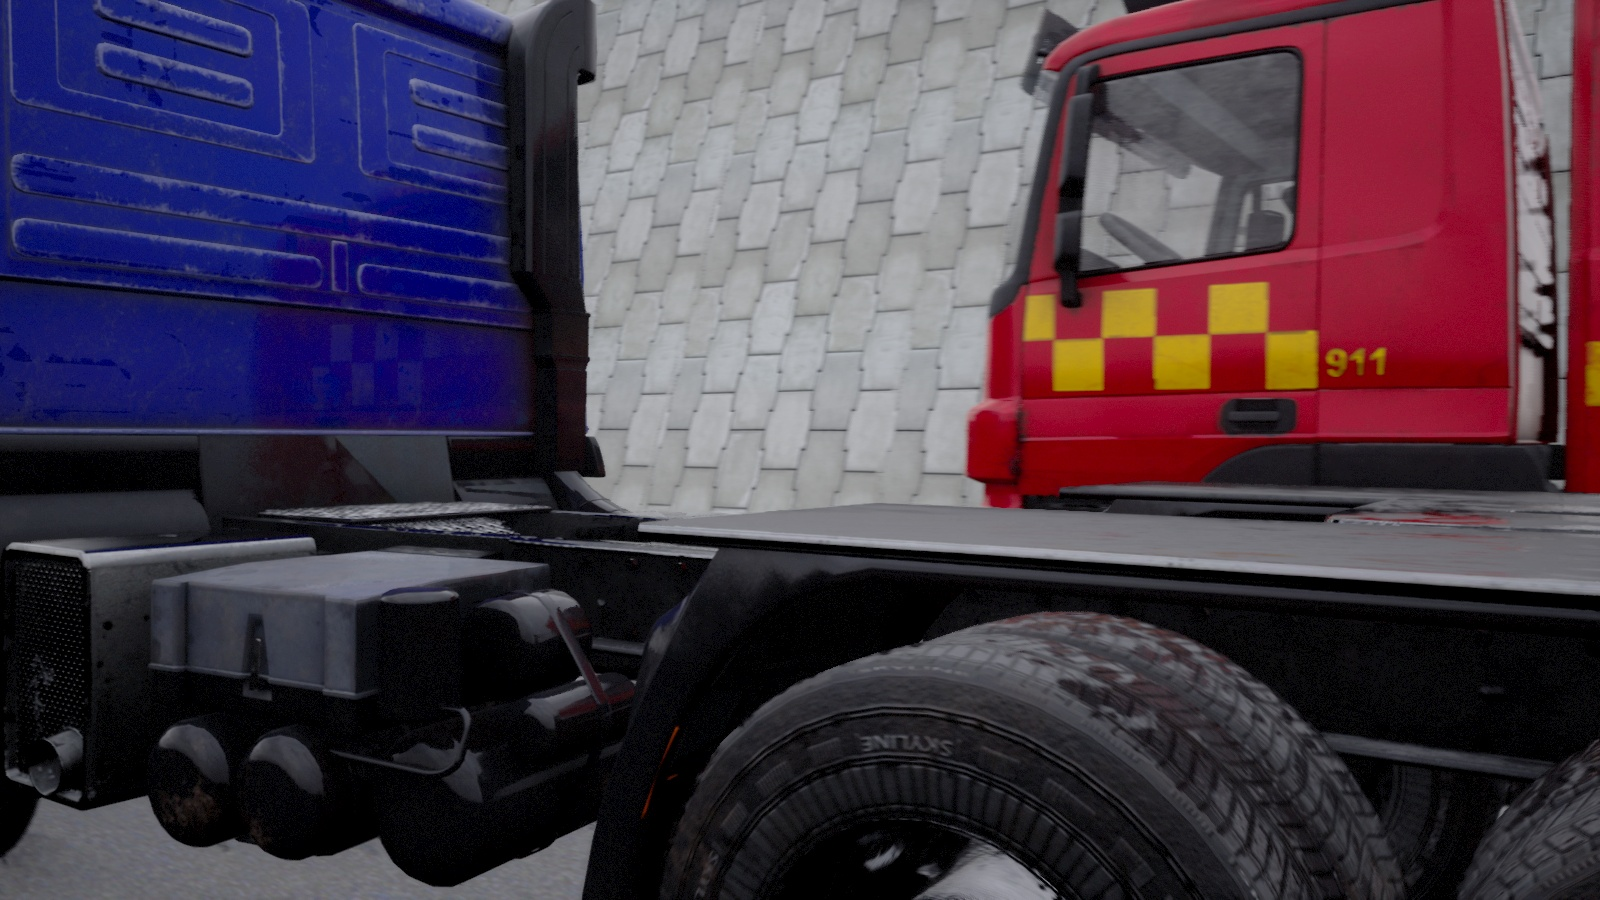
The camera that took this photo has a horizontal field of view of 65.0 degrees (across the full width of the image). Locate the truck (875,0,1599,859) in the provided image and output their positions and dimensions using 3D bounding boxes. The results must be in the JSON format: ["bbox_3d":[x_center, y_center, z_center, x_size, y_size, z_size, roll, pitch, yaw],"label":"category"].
[{"bbox_3d":[4.682,-0.540,4.676,8.468,3.827,2.891,0,1,34],"label":"truck"}]

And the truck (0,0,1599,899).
[{"bbox_3d":[-0.310,-0.300,3.810,7.936,3.462,2.891,0,1,34],"label":"truck"}]
